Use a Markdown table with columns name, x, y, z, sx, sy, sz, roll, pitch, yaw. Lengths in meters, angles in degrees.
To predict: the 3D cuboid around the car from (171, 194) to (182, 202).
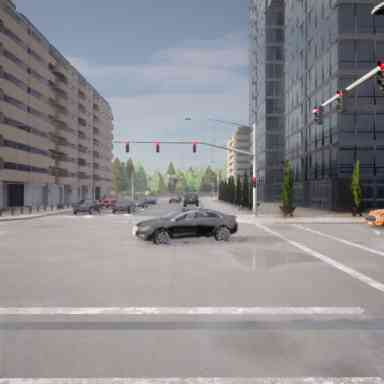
| name | x | y | z | sx | sy | sz | roll | pitch | yaw |
| --- | --- | --- | --- | --- | --- | --- | --- | --- | --- |
| car | -3.396 | 1.355 | 74.380 | 2.097 | 1.767 | 4.553 | 0 | 0 | 1 |

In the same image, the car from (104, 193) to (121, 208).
| name | x | y | z | sx | sy | sz | roll | pitch | yaw |
| --- | --- | --- | --- | --- | --- | --- | --- | --- | --- |
| car | -10.861 | 1.221 | 44.651 | 2.150 | 2.045 | 5.566 | 0 | 0 | 0 |

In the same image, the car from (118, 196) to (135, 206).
| name | x | y | z | sx | sy | sz | roll | pitch | yaw |
| --- | --- | --- | --- | --- | --- | --- | --- | --- | --- |
| car | -10.723 | 1.478 | 54.774 | 1.882 | 1.535 | 5.008 | 0 | 0 | 1 |

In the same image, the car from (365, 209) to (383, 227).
| name | x | y | z | sx | sy | sz | roll | pitch | yaw |
| --- | --- | --- | --- | --- | --- | --- | --- | --- | --- |
| car | 13.583 | 1.407 | 21.217 | 4.553 | 1.767 | 2.097 | 0 | 0 | 0 |

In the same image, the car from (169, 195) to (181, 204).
| name | x | y | z | sx | sy | sz | roll | pitch | yaw |
| --- | --- | --- | --- | --- | --- | --- | --- | --- | --- |
| car | -3.420 | 1.526 | 64.362 | 1.812 | 1.442 | 4.674 | 0 | 0 | 1 |

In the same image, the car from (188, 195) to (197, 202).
| name | x | y | z | sx | sy | sz | roll | pitch | yaw |
| --- | --- | --- | --- | --- | --- | --- | --- | --- | --- |
| car | 0.112 | 1.500 | 74.656 | 1.837 | 1.490 | 4.892 | 0 | 0 | 1 |

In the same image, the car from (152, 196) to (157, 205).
| name | x | y | z | sx | sy | sz | roll | pitch | yaw |
| --- | --- | --- | --- | --- | --- | --- | --- | --- | --- |
| car | -7.184 | 1.478 | 57.211 | 1.882 | 1.535 | 5.008 | 0 | 0 | 1 |

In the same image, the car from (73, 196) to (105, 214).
| name | x | y | z | sx | sy | sz | roll | pitch | yaw |
| --- | --- | --- | --- | --- | --- | --- | --- | --- | --- |
| car | -10.900 | 1.505 | 34.803 | 1.837 | 1.490 | 4.892 | 0 | 0 | 0 |

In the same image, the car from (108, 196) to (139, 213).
| name | x | y | z | sx | sy | sz | roll | pitch | yaw |
| --- | --- | --- | --- | --- | --- | --- | --- | --- | --- |
| car | -7.402 | 1.505 | 36.424 | 1.837 | 1.490 | 4.892 | 0 | 0 | 0 |

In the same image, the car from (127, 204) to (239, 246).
| name | x | y | z | sx | sy | sz | roll | pitch | yaw |
| --- | --- | --- | --- | --- | --- | --- | --- | --- | --- |
| car | -0.231 | 1.518 | 15.343 | 4.902 | 1.511 | 2.128 | 0 | 0 | -21 |

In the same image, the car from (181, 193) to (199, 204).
| name | x | y | z | sx | sy | sz | roll | pitch | yaw |
| --- | --- | --- | --- | --- | --- | --- | --- | --- | --- |
| car | -0.098 | 1.221 | 50.692 | 2.150 | 2.045 | 5.566 | 0 | 0 | 1 |

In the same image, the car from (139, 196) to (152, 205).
| name | x | y | z | sx | sy | sz | roll | pitch | yaw |
| --- | --- | --- | --- | --- | --- | --- | --- | --- | --- |
| car | -7.323 | 1.492 | 46.788 | 2.128 | 1.511 | 4.902 | 0 | 0 | 1 |
